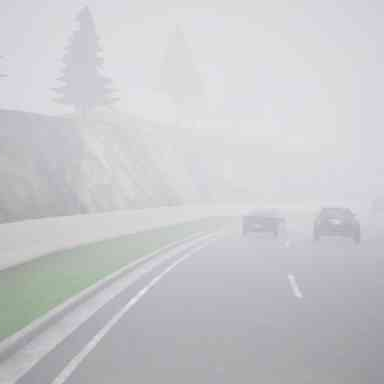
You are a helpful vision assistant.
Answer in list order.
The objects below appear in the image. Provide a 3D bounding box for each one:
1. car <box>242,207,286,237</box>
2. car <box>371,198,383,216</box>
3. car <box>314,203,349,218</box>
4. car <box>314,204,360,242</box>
[{"bbox_3d":[4.354,1.641,19.609,1.882,1.535,5.008,0,0,23],"label":"car"},{"bbox_3d":[21.696,1.641,36.440,5.566,2.045,2.150,1,0,-40],"label":"car"},{"bbox_3d":[14.762,1.915,35.075,1.994,1.385,4.181,0,-1,44],"label":"car"},{"bbox_3d":[7.699,1.532,17.842,2.097,1.767,4.553,0,0,22],"label":"car"}]
